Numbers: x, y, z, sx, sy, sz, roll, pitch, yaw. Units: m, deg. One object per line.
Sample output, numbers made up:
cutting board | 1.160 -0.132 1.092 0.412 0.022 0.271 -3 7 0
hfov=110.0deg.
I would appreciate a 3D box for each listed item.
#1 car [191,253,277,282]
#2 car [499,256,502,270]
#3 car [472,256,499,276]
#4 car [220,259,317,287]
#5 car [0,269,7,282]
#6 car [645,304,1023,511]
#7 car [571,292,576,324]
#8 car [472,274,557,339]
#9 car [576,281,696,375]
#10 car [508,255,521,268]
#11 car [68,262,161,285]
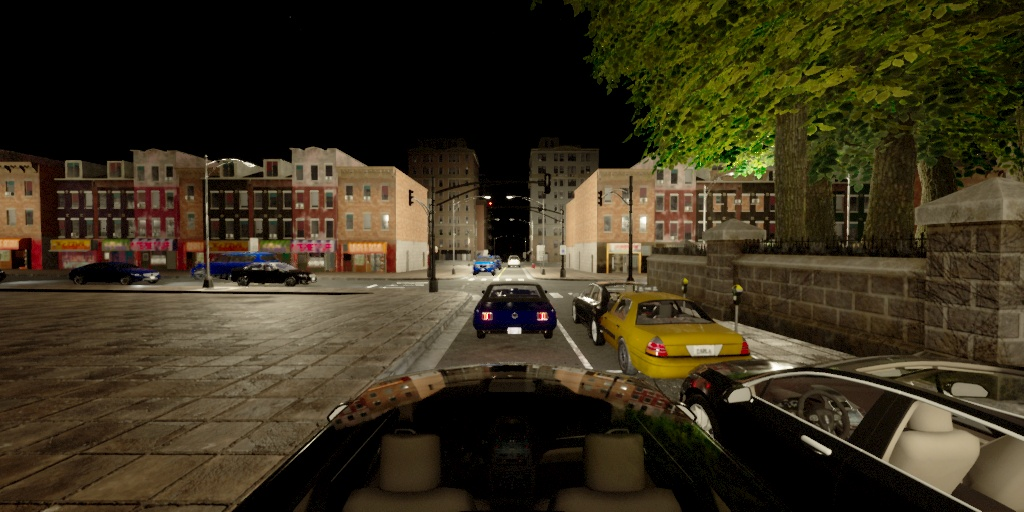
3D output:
car | -19.535 0.777 25.557 5.566 2.045 2.150 1 1 2
car | -2.643 0.984 52.187 2.150 2.045 5.566 0 1 1
car | -2.767 0.981 37.057 2.150 2.045 5.566 0 0 0
car | -15.035 1.159 22.721 4.902 1.511 2.128 1 1 0
car | -35.283 0.968 22.768 4.674 1.442 1.812 1 1 1
car | 2.637 1.300 2.127 2.007 1.370 4.403 0 0 0
car | 2.658 1.298 9.262 2.007 1.370 4.403 0 0 0
car | 0.072 1.348 10.066 1.895 1.301 4.718 0 0 0
car | 2.684 1.273 7.289 1.751 1.417 4.829 0 0 0
car | 0.379 1.007 63.734 2.150 2.045 5.566 0 0 0
car | -25.140 1.082 22.740 4.674 1.442 1.812 1 1 0
